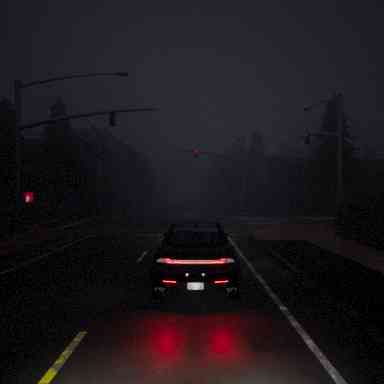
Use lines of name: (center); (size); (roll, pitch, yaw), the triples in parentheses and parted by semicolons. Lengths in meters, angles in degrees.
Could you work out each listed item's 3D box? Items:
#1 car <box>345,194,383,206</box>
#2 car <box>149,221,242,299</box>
car: (15.881, 1.202, 28.964); (5.566, 2.045, 2.150); (0, 0, -8)
car: (0.084, 1.492, 8.444); (2.128, 1.511, 4.902); (0, 0, 0)
